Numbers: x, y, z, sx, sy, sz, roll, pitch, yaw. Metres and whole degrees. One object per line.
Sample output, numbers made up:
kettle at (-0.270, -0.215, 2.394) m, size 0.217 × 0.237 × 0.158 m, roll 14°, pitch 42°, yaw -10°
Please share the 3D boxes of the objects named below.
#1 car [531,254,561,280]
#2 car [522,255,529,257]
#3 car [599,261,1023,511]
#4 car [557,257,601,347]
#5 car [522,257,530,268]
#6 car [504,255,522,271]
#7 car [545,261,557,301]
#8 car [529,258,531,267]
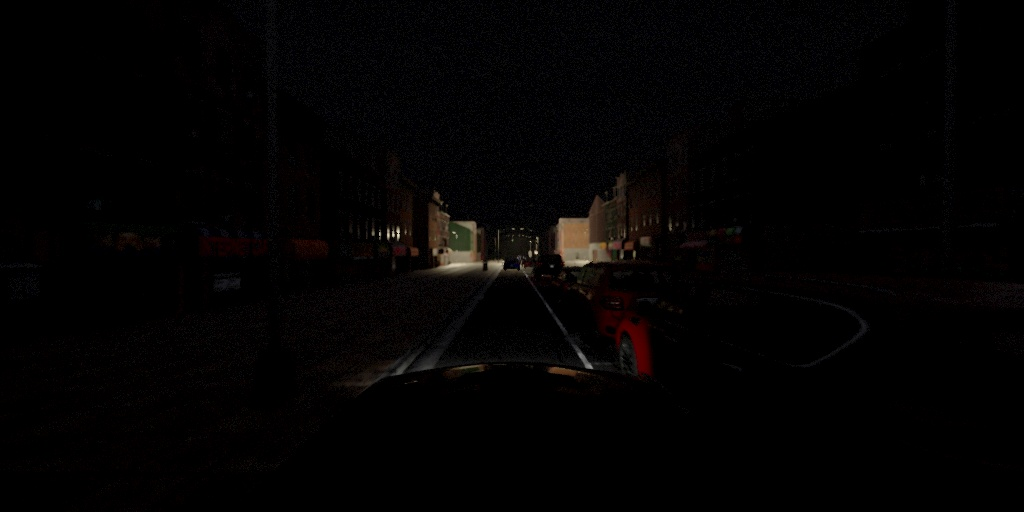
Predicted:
car at (2.972, 0.842, 29.515) m, size 2.150 × 2.045 × 5.566 m, roll 0°, pitch 0°, yaw 0°
car at (2.617, 0.935, 63.116) m, size 1.967 × 1.591 × 4.097 m, roll 0°, pitch 0°, yaw 0°
car at (2.636, 1.054, 3.692) m, size 2.192 × 1.841 × 5.009 m, roll 0°, pitch 0°, yaw 0°
car at (2.634, 1.025, 9.094) m, size 2.192 × 1.841 × 5.009 m, roll 0°, pitch 0°, yaw 0°
car at (2.620, 1.110, 52.312) m, size 1.802 × 1.307 × 4.207 m, roll 0°, pitch 0°, yaw 0°
car at (-0.015, 0.948, 45.085) m, size 1.882 × 1.535 × 5.008 m, roll 0°, pitch 0°, yaw 0°
car at (2.633, 1.122, 14.496) m, size 1.967 × 1.591 × 4.097 m, roll 0°, pitch 0°, yaw 0°
car at (3.012, 1.111, 36.487) m, size 1.812 × 1.442 × 4.674 m, roll 0°, pitch 0°, yaw 0°
